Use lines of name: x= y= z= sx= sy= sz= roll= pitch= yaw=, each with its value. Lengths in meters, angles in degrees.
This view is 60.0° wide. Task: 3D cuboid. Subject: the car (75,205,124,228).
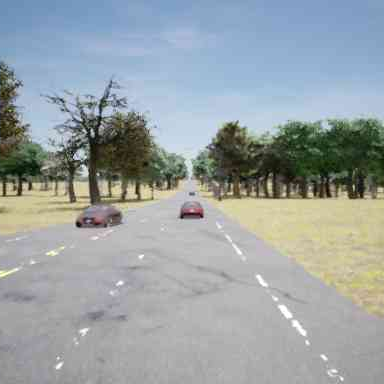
car: x=-5.881 y=1.516 z=21.560 sx=1.994 sy=1.385 sz=4.181 roll=0 pitch=0 yaw=7

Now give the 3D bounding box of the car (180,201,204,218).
car: x=-0.001 y=1.482 z=29.366 sx=1.994 sy=1.385 sz=4.181 roll=0 pitch=0 yaw=0
